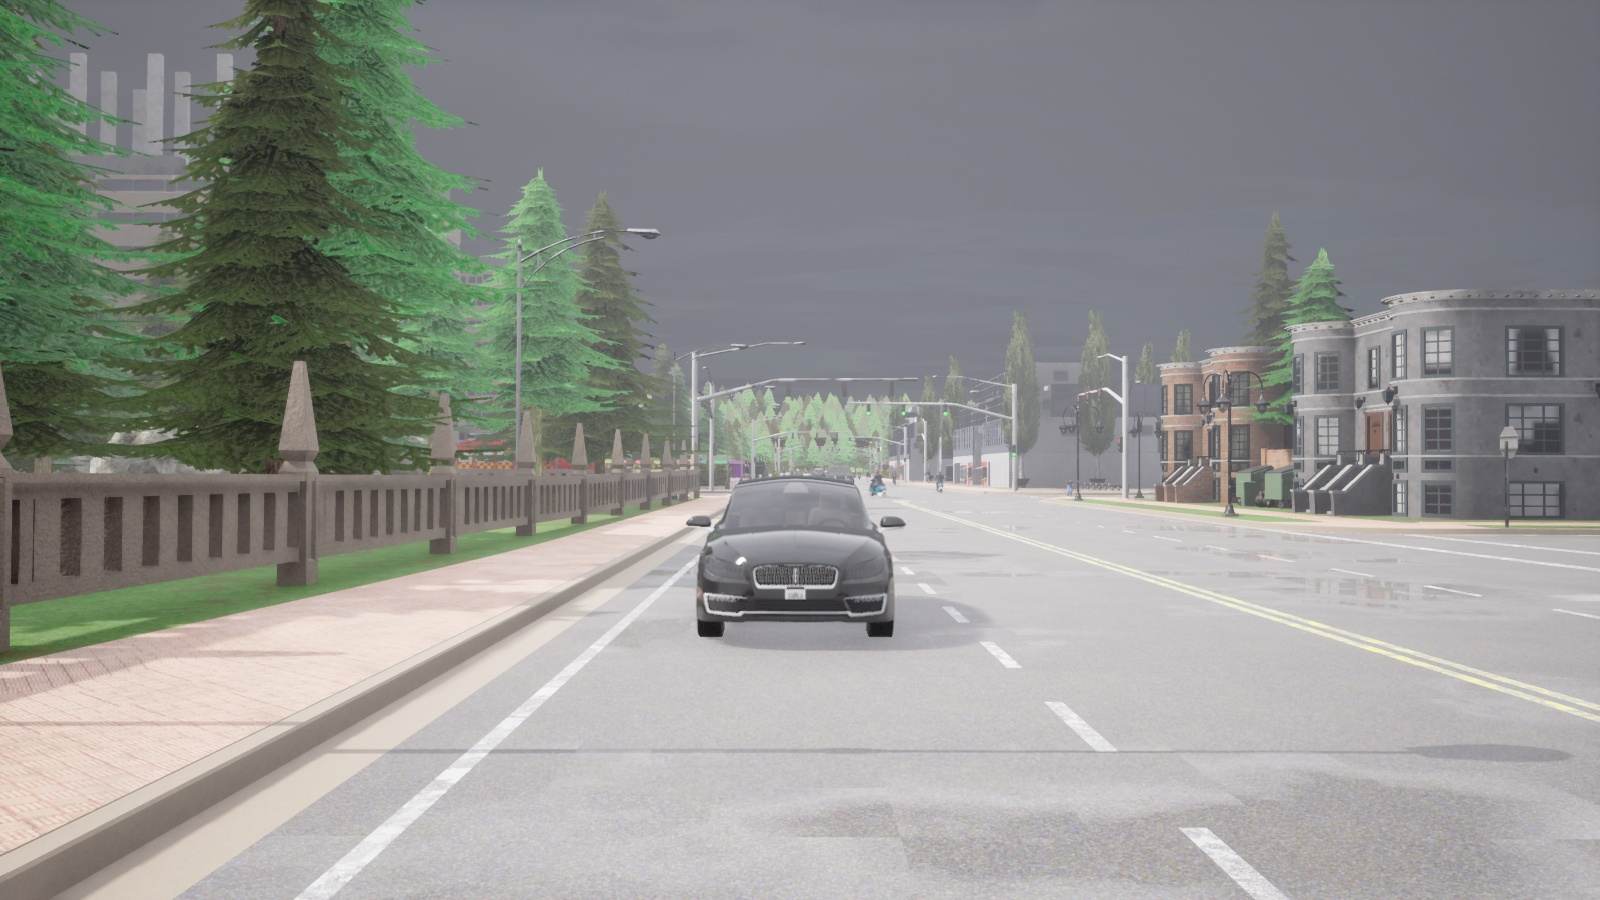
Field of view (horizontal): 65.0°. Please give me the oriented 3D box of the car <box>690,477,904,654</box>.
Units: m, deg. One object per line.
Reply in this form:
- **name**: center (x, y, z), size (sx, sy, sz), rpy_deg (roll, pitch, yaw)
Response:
- **car**: center (-0.037, 1.042, 13.250), size (1.837, 1.490, 4.892), rpy_deg (0, -1, 0)

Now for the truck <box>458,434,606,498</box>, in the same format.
- **truck**: center (-16.340, 1.006, 77.079), size (8.468, 3.827, 2.891), rpy_deg (0, -1, 0)

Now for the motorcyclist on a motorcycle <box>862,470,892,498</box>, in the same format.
- **motorcyclist on a motorcycle**: center (4.533, 1.989, 73.989), size (0.866, 1.590, 1.817), rpy_deg (-1, 0, -30)
